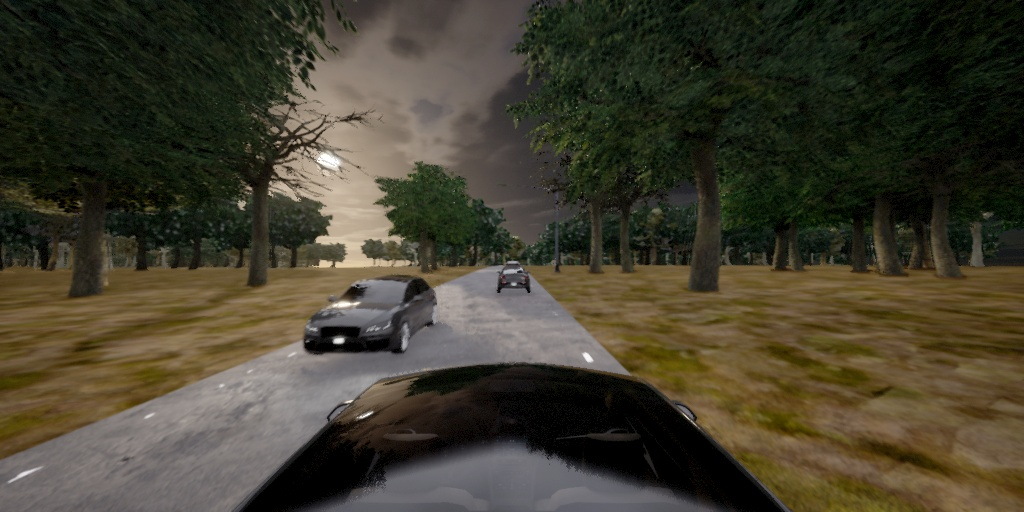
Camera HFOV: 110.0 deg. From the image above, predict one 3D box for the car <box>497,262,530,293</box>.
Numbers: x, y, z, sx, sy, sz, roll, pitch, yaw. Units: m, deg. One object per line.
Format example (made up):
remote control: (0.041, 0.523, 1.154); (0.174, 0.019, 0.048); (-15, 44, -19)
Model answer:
car: (0.099, 1.303, 21.112); (1.812, 1.442, 4.674); (0, 0, 0)

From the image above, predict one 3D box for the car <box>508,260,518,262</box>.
car: (0.101, 1.344, 48.487); (1.882, 1.535, 5.008); (0, 0, 0)

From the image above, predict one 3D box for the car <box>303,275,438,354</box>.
car: (-3.100, 1.266, 8.850); (1.837, 1.490, 4.892); (0, 0, 0)
